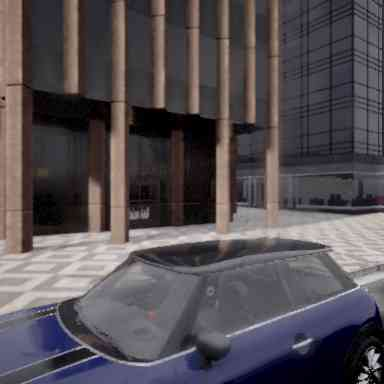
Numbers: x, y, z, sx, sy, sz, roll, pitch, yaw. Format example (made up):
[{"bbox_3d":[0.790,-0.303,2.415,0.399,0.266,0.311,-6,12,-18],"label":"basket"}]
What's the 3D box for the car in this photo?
[{"bbox_3d":[-0.072,1.351,3.324,4.553,1.767,2.097,0,0,-36],"label":"car"}]
